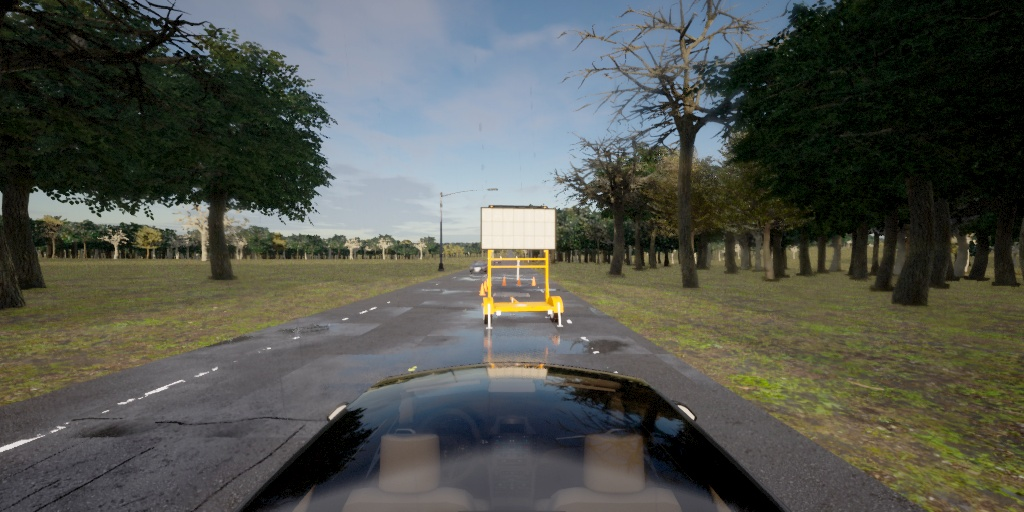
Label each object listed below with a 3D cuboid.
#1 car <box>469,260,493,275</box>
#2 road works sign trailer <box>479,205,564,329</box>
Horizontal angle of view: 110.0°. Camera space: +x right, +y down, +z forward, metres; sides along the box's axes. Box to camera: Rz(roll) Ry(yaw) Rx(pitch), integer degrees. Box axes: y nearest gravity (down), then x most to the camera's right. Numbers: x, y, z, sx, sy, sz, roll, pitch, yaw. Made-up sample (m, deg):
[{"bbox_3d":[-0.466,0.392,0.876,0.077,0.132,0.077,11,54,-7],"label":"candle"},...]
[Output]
[{"bbox_3d":[-3.661,1.259,40.244,2.128,1.511,4.902,0,0,0],"label":"car"},{"bbox_3d":[0.180,0.211,11.369,2.380,3.560,2.880,0,0,-8],"label":"road works sign trailer"}]
